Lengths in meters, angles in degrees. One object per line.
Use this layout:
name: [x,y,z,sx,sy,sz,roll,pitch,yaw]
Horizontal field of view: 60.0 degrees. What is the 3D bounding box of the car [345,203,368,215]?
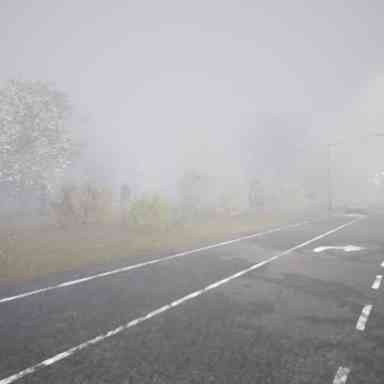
car: [20.177,2.035,40.725,1.994,1.385,4.181,-2,-1,38]
